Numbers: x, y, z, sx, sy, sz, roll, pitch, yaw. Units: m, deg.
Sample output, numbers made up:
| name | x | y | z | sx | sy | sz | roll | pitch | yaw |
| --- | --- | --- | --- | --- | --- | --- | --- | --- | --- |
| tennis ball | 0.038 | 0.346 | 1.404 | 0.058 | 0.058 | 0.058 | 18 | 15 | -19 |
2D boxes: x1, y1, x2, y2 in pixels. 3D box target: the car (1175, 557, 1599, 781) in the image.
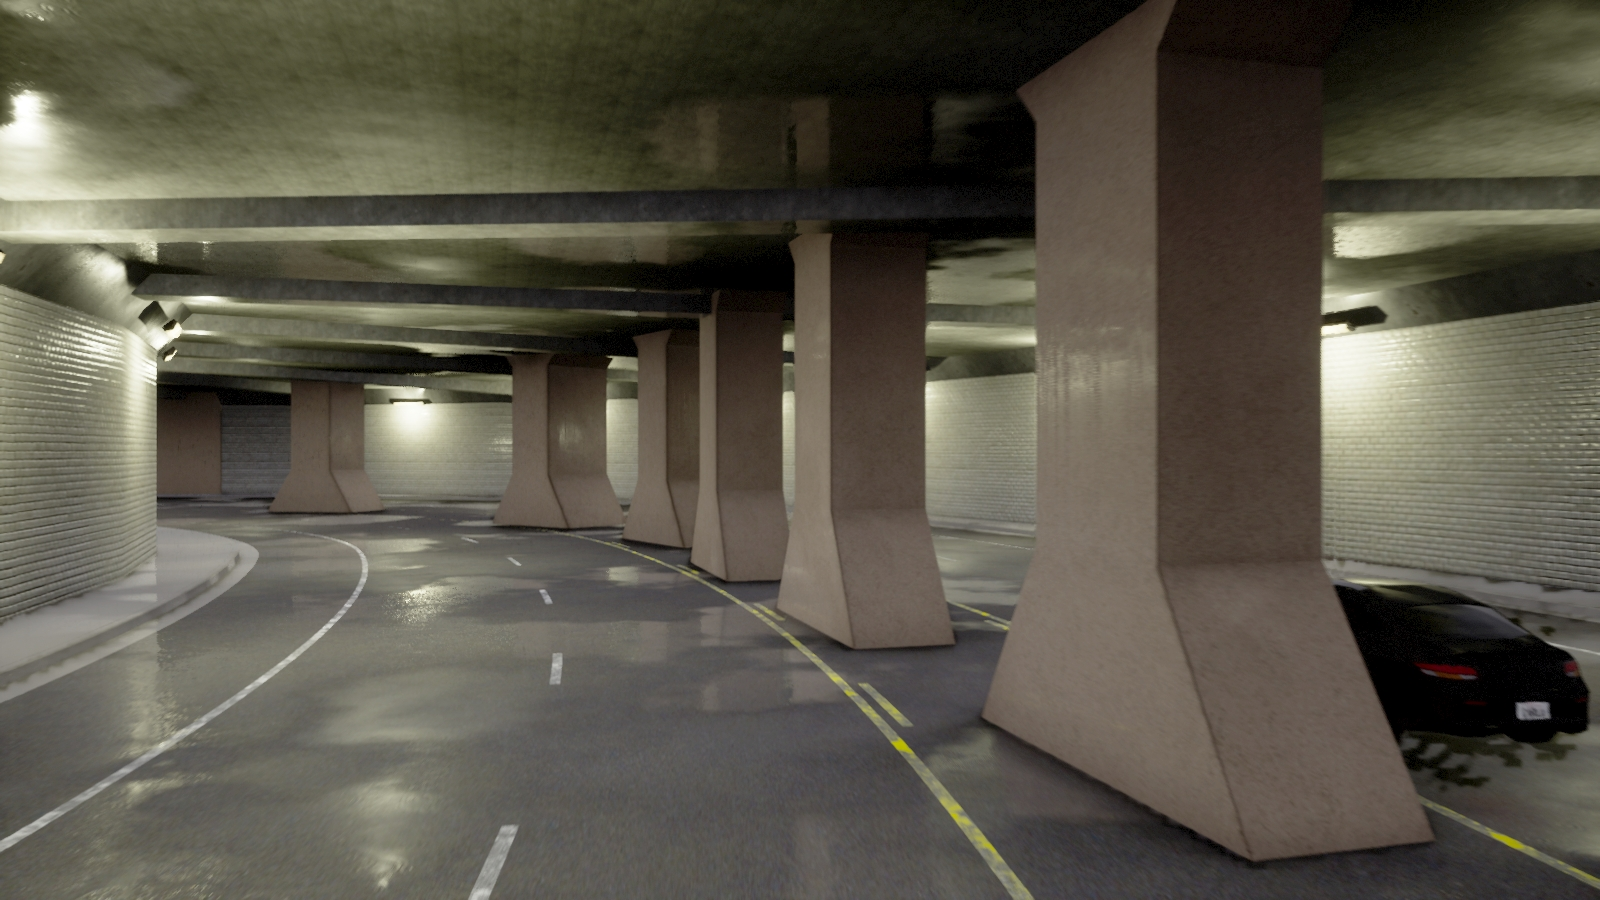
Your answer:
| name | x | y | z | sx | sy | sz | roll | pitch | yaw |
| --- | --- | --- | --- | --- | --- | --- | --- | --- | --- |
| car | 6.003 | 2.080 | 12.128 | 2.002 | 1.442 | 4.674 | 0 | 0 | -8 |
